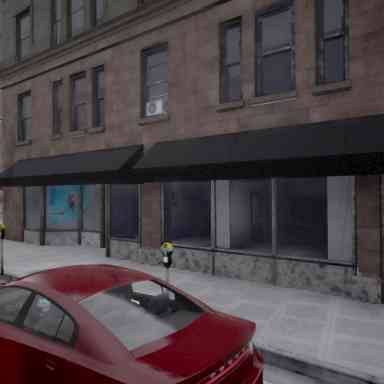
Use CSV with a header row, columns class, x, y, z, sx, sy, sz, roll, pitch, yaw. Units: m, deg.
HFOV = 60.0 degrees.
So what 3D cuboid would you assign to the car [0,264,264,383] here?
class,x,y,z,sx,sy,sz,roll,pitch,yaw
car,-1.430,1.545,3.885,4.507,1.381,1.887,0,0,36
